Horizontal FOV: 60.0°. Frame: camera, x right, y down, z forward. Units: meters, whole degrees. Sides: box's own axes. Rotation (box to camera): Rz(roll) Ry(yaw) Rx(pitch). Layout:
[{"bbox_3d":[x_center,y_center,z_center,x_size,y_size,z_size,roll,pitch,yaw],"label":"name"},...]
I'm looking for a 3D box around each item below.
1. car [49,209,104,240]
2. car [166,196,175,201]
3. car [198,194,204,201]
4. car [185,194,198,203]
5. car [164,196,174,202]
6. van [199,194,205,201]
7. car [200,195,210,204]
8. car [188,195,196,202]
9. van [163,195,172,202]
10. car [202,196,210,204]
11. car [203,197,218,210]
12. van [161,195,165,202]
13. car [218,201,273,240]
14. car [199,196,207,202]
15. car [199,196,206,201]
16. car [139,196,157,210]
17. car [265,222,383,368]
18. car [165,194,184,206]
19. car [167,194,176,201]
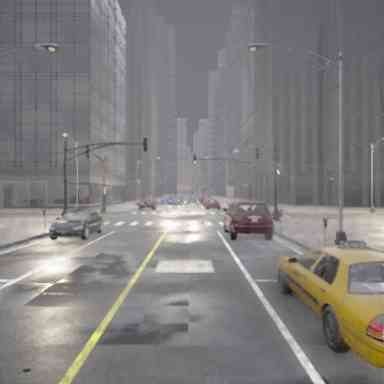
[{"bbox_3d":[-5.758,1.578,17.038,2.008,1.369,4.403,0,0,0],"label":"car"},{"bbox_3d":[-5.743,1.742,88.841,1.947,1.339,4.313,0,0,0],"label":"car"},{"bbox_3d":[2.777,1.439,66.384,2.192,1.841,5.009,0,0,0],"label":"car"},{"bbox_3d":[0.016,1.676,74.144,2.033,1.411,5.357,0,0,0],"label":"car"},{"bbox_3d":[-5.745,1.714,83.223,2.008,1.369,4.403,0,0,0],"label":"car"},{"bbox_3d":[2.783,1.531,94.475,1.690,1.788,3.998,0,0,0],"label":"van"},{"bbox_3d":[2.775,1.644,55.146,1.887,1.381,4.507,0,0,0],"label":"car"},{"bbox_3d":[0.018,1.625,84.559,1.837,1.490,4.892,0,0,0],"label":"car"},{"bbox_3d":[-5.746,1.491,77.604,1.690,1.788,3.998,0,0,0],"label":"van"},{"bbox_3d":[2.774,1.669,49.528,1.802,1.307,4.206,0,0,0],"label":"car"},{"bbox_3d":[2.772,1.658,43.909,1.802,1.307,4.206,0,0,0],"label":"car"},{"bbox_3d":[-5.747,1.478,71.986,1.690,1.788,3.998,0,0,0],"label":"van"},{"bbox_3d":[2.767,1.342,17.056,2.192,1.841,5.009,0,0,0],"label":"car"},{"bbox_3d":[2.781,1.728,83.238,1.947,1.339,4.313,0,0,0],"label":"car"},{"bbox_3d":[2.782,1.721,88.856,1.887,1.381,4.507,0,0,0],"label":"car"},{"bbox_3d":[-5.752,1.391,43.892,2.192,1.841,5.009,0,0,0],"label":"car"},{"bbox_3d":[2.765,1.535,5.952,1.752,1.417,4.829,0,0,0],"label":"car"},{"bbox_3d":[-3.031,1.460,58.875,2.097,1.767,4.553,0,0,1],"label":"car"},{"bbox_3d":[-5.742,1.505,94.461,2.192,1.841,5.009,0,0,0],"label":"car"}]
